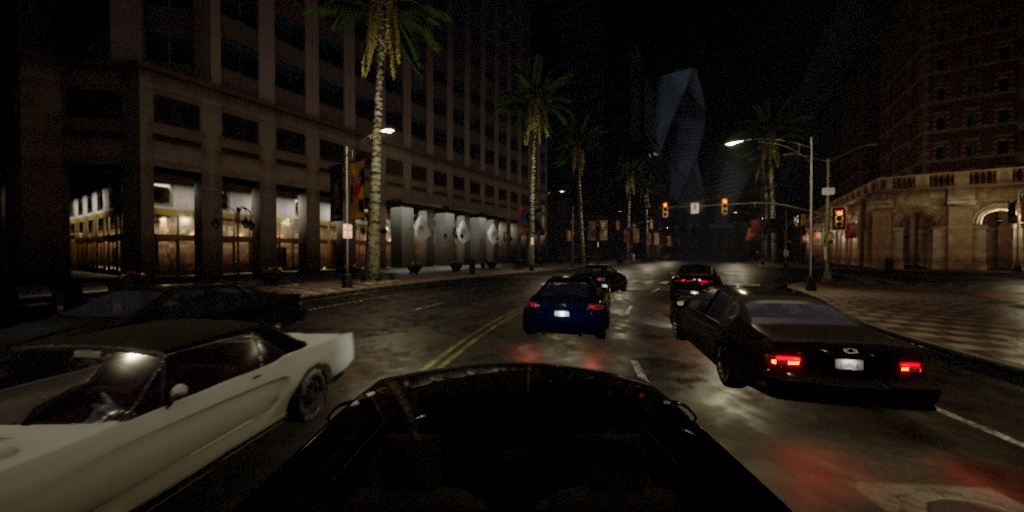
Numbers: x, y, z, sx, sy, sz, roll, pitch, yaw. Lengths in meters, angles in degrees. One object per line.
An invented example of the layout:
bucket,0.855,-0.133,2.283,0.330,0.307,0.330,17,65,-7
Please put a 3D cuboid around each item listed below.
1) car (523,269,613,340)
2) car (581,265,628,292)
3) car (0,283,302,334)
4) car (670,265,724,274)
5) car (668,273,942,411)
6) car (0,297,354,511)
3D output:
car,1.645,1.224,9.845,1.994,1.385,4.181,0,1,16
car,4.308,1.137,17.764,1.994,1.385,4.181,0,1,33
car,-6.471,1.243,6.826,2.033,1.411,5.357,0,1,9
car,7.983,1.101,15.535,1.837,1.490,4.892,0,1,28
car,4.320,1.244,6.504,2.033,1.411,5.357,0,1,12
car,-3.393,1.337,3.013,1.895,1.301,4.718,0,1,5
